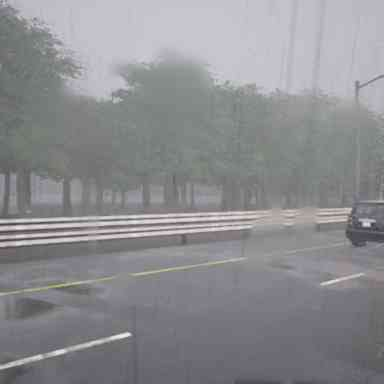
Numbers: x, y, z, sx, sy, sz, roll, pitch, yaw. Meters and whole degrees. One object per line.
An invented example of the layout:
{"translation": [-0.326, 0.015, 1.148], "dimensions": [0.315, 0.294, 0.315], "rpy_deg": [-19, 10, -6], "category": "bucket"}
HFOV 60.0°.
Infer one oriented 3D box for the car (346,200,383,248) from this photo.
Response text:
{"translation": [8.927, 1.371, 14.416], "dimensions": [5.566, 2.045, 2.150], "rpy_deg": [1, 0, -36], "category": "car"}
